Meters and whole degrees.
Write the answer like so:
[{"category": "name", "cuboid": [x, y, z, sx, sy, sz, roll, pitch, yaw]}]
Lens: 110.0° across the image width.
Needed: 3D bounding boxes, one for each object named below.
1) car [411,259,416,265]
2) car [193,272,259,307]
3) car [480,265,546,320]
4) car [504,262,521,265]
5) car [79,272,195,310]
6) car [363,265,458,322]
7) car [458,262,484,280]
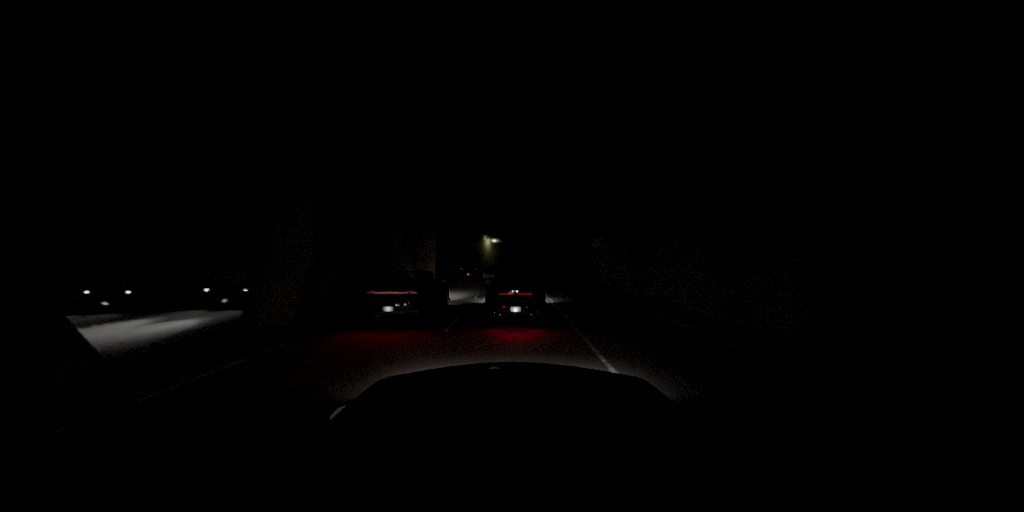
[{"category": "car", "cuboid": [-15.603, 1.203, 57.173, 1.837, 1.490, 4.892, 0, 0, -19]}, {"category": "car", "cuboid": [-10.603, 1.338, 15.432, 1.895, 1.301, 4.718, 0, 0, 0]}, {"category": "car", "cuboid": [0.100, 1.246, 12.526, 1.837, 1.490, 4.892, 0, 0, 0]}, {"category": "car", "cuboid": [-0.014, 1.229, 30.587, 1.837, 1.490, 4.892, 0, 0, -2]}, {"category": "car", "cuboid": [-14.102, 1.339, 14.636, 1.895, 1.301, 4.718, 0, 0, 0]}, {"category": "car", "cuboid": [-3.400, 1.232, 12.273, 2.128, 1.511, 4.902, 0, 0, 0]}, {"category": "car", "cuboid": [-3.508, 1.216, 30.501, 2.128, 1.511, 4.902, 0, 0, -2]}]
